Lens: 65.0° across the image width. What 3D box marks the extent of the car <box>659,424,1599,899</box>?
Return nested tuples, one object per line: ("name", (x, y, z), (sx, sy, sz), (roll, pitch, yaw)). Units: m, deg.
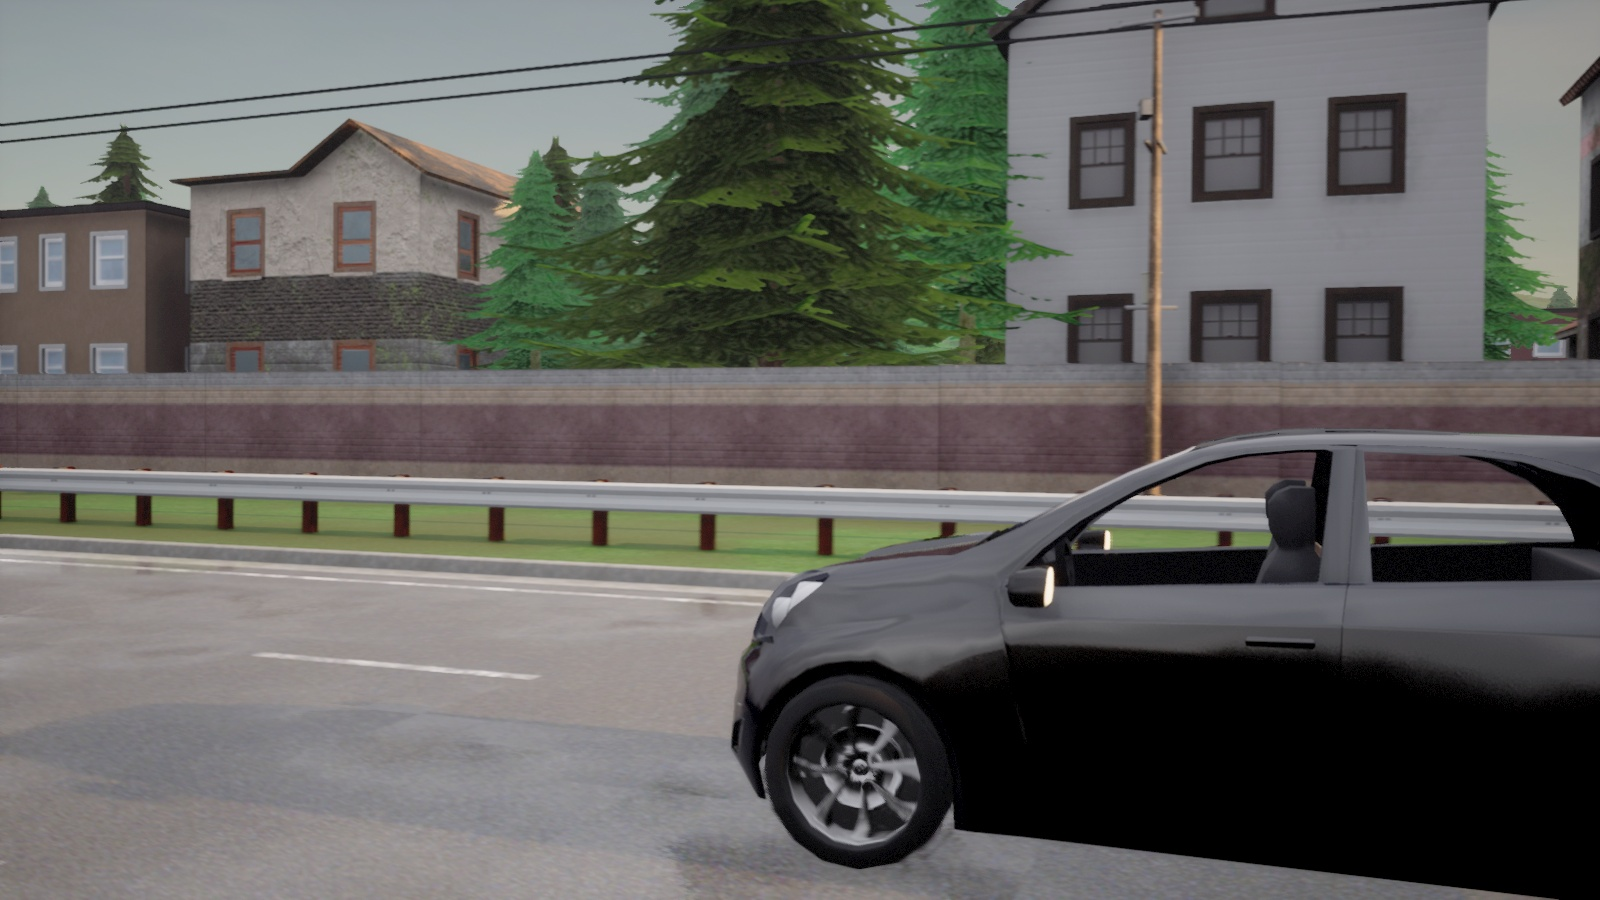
("car", (1.552, 0.670, 4.503), (3.633, 1.501, 1.845), (0, 1, 20))
